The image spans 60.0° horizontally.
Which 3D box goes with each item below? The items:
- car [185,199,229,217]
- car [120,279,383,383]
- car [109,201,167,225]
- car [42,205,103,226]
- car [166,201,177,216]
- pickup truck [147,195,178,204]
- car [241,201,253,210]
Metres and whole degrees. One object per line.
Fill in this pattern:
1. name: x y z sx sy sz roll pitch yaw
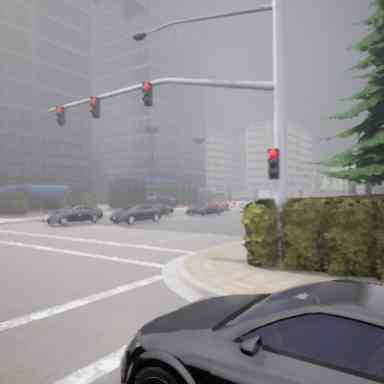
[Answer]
1. car: 1.481 1.801 35.575 2.033 1.411 5.357 -1 -1 35
2. car: 1.290 1.573 3.067 4.181 1.385 1.994 -1 0 36
3. car: -4.501 1.758 27.069 1.837 1.490 4.892 -1 -1 35
4. car: -9.308 1.791 26.314 2.128 1.511 4.902 -1 -1 35
5. car: -3.979 1.900 33.890 1.895 1.301 4.718 -1 -1 35
6. pickup truck: -5.383 1.530 54.540 6.274 2.098 2.390 0 0 -24
7. car: 8.511 1.854 45.518 1.895 1.301 4.718 -1 -1 35
